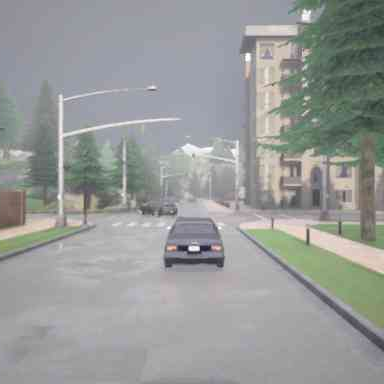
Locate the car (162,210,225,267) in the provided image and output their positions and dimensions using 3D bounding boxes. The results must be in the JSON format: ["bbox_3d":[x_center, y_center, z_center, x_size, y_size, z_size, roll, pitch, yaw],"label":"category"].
[{"bbox_3d":[0.075,1.554,11.388,2.033,1.411,5.357,0,0,0],"label":"car"}]

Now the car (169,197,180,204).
[{"bbox_3d":[-3.492,1.627,66.303,1.994,1.385,4.181,0,0,1],"label":"car"}]

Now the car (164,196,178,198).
[{"bbox_3d":[-3.679,1.411,51.173,2.097,1.767,4.553,0,0,1],"label":"car"}]

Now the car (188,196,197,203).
[{"bbox_3d":[0.061,1.601,70.634,2.033,1.411,5.357,0,0,0],"label":"car"}]

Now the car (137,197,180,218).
[{"bbox_3d":[-3.300,1.518,30.535,2.128,1.511,4.902,1,-1,-39],"label":"car"}]
